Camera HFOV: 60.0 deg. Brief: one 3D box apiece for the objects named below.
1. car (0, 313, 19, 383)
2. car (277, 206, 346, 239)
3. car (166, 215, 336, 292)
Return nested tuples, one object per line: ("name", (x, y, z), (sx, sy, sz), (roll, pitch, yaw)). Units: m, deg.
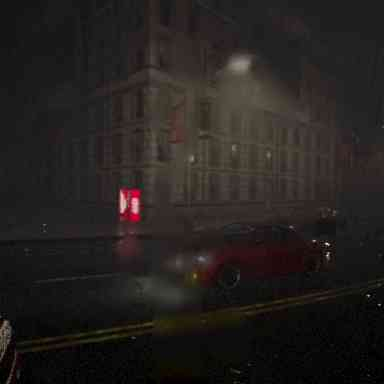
("car", (-3.813, 1.276, 2.366), (4.553, 1.767, 2.097), (1, 0, -18))
("car", (5.205, 1.423, 15.253), (4.902, 1.511, 2.128), (0, 1, -38))
("car", (1.448, 1.502, 8.714), (4.181, 1.385, 1.994), (0, 1, -29))
